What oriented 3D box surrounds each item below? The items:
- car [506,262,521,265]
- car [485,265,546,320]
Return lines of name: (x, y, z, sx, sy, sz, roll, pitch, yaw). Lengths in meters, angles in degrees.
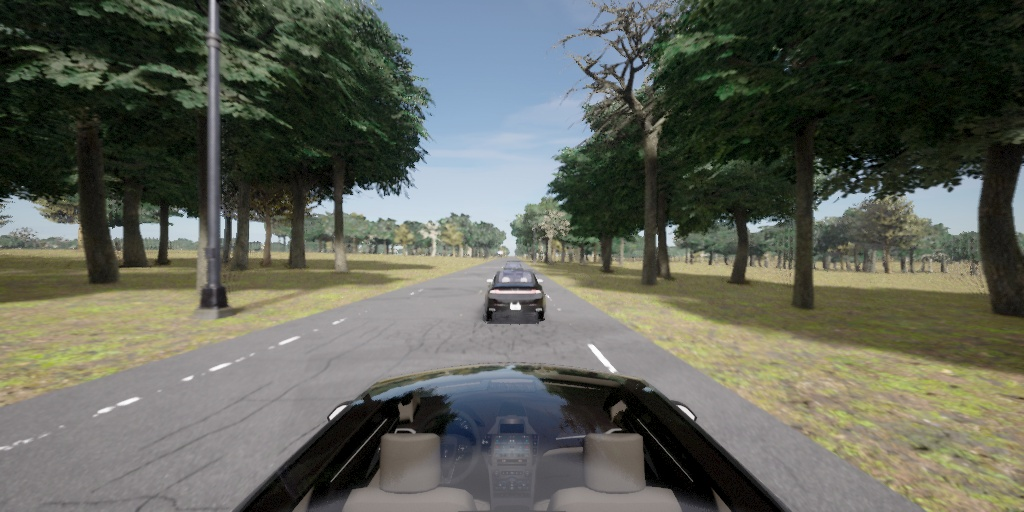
car: (0.107, 1.251, 32.676, 2.033, 1.411, 5.357, 0, 0, 0)
car: (0.100, 1.230, 12.538, 2.128, 1.511, 4.902, 0, 0, 0)
